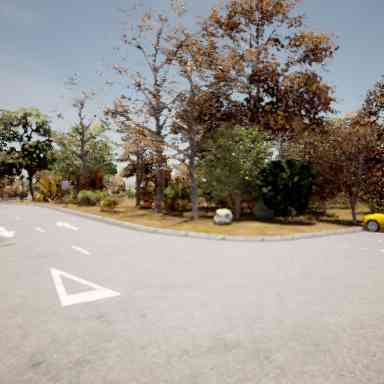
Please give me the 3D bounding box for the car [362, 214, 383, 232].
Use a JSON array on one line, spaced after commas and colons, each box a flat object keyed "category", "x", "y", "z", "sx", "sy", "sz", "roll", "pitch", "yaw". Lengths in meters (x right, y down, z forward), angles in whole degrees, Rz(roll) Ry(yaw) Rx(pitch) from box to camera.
[{"category": "car", "x": 12.141, "y": 1.570, "z": 18.462, "sx": 2.097, "sy": 1.535, "sz": 5.008, "roll": 0, "pitch": 0, "yaw": -35}]
